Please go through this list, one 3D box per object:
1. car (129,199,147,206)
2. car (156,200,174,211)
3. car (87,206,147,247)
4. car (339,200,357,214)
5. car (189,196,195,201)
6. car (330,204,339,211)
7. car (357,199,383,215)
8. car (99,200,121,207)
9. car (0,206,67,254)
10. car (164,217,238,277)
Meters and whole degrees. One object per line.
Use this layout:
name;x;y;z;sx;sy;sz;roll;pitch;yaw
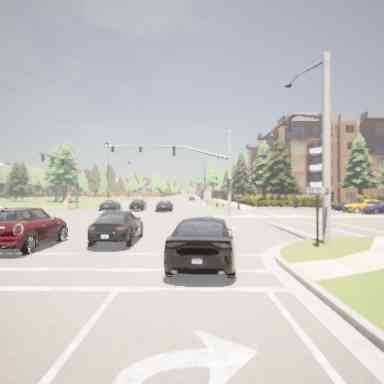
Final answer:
car;-6.902;1.664;42.765;1.812;1.442;4.674;0;0;0
car;-3.401;1.699;41.900;1.994;1.385;4.181;0;0;0
car;-3.396;1.575;15.243;1.812;1.442;4.674;0;0;0
car;19.705;1.598;37.431;5.008;1.535;1.882;0;0;0
car;-0.023;1.832;95.349;2.128;1.511;4.902;0;0;0
car;19.932;1.679;40.927;5.357;1.411;2.033;0;0;0
car;19.876;1.635;33.927;4.674;1.442;1.812;0;0;0
car;-10.401;1.701;42.405;1.994;1.385;4.181;0;0;0
car;-6.899;1.396;13.777;2.097;1.767;4.553;0;0;0
car;0.396;1.511;10.443;1.882;1.535;5.008;0;0;6
